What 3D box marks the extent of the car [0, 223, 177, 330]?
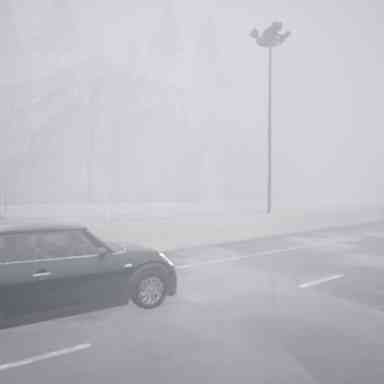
[{"bbox_3d":[-2.516,1.375,6.384,4.553,1.767,2.097,0,0,-36],"label":"car"}]
